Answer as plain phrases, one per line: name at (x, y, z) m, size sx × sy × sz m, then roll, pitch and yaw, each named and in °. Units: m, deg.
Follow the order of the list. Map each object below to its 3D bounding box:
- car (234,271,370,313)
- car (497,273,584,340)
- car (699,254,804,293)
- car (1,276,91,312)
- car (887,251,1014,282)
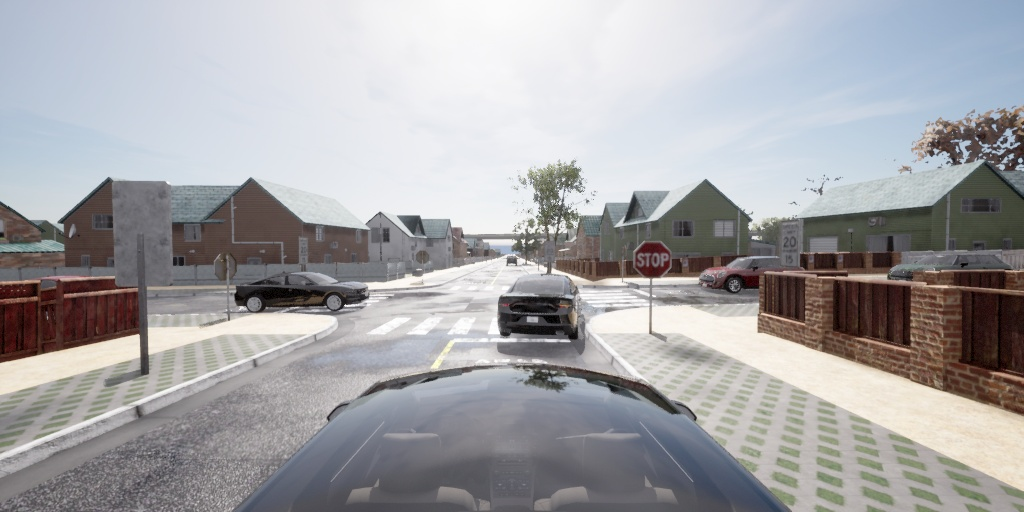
car at (-8.473, 1.377, 14.692) m, size 5.008 × 1.535 × 1.882 m, roll -1°, pitch 2°, yaw 0°
car at (0.955, 1.224, 10.169) m, size 1.882 × 1.535 × 5.008 m, roll 0°, pitch 0°, yaw 12°
car at (11.801, 0.820, 17.782) m, size 4.553 × 1.767 × 2.097 m, roll -1°, pitch 2°, yaw 0°
car at (-18.025, 1.547, 14.627) m, size 5.008 × 1.535 × 1.882 m, roll -1°, pitch 2°, yaw 0°
car at (21.696, 0.645, 17.857) m, size 4.553 × 1.767 × 2.097 m, roll -1°, pitch 2°, yaw 0°
